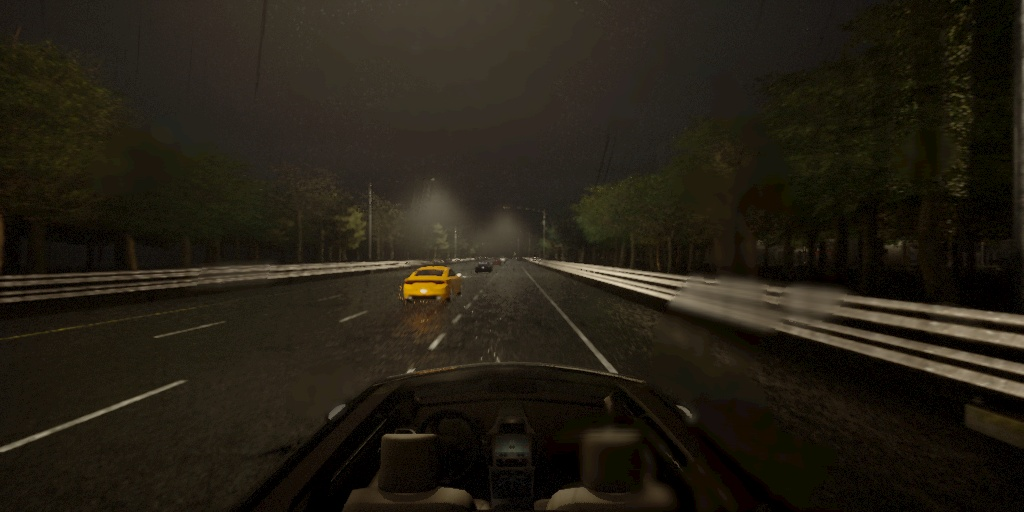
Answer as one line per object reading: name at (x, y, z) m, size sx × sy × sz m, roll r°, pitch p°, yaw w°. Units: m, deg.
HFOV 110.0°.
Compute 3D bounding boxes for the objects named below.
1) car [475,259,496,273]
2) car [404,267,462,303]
car at (-3.438, 1.360, 44.639) m, size 1.994 × 1.385 × 4.181 m, roll 0°, pitch 0°, yaw 0°
car at (-3.499, 1.237, 16.670) m, size 1.882 × 1.535 × 5.008 m, roll 0°, pitch 0°, yaw 0°
